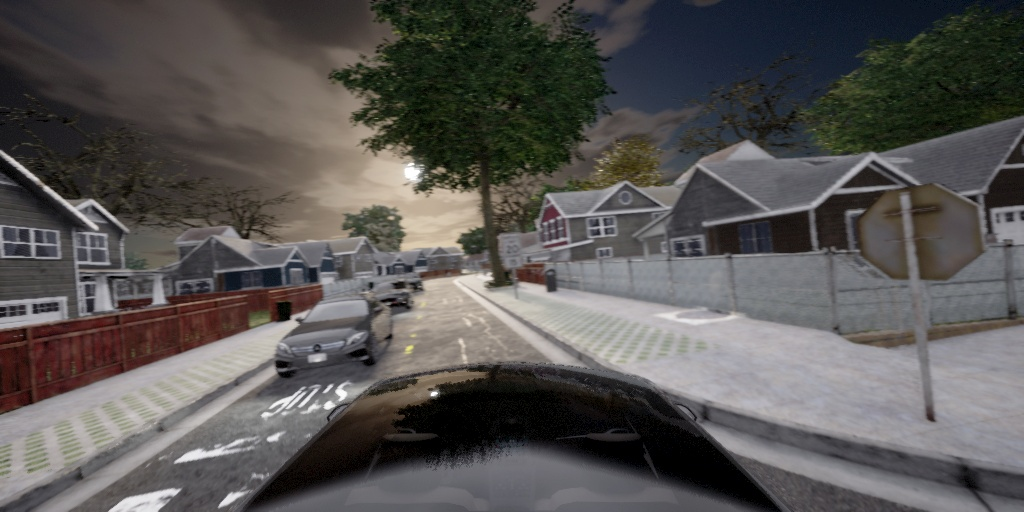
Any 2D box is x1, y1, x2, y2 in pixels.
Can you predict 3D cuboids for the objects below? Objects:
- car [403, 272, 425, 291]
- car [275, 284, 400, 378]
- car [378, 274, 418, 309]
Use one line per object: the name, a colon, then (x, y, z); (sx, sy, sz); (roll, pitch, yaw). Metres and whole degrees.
car: (-9.087, 2.290, 32.283); (2.097, 1.767, 4.553); (-6, -1, -11)
car: (-4.165, 1.737, 9.068); (1.812, 1.442, 4.674); (-6, 0, -11)
car: (-6.297, 2.024, 19.128); (1.837, 1.490, 4.892); (-6, 0, -12)
